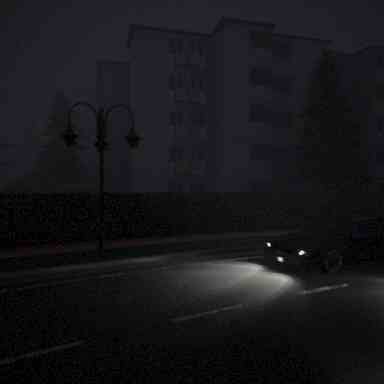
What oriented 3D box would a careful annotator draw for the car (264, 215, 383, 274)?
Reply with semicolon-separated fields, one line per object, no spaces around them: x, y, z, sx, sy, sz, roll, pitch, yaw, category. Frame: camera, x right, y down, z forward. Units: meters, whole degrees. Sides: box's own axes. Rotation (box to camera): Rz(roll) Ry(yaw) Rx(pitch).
4.879;1.443;10.140;5.357;1.411;2.033;0;1;-23;car
